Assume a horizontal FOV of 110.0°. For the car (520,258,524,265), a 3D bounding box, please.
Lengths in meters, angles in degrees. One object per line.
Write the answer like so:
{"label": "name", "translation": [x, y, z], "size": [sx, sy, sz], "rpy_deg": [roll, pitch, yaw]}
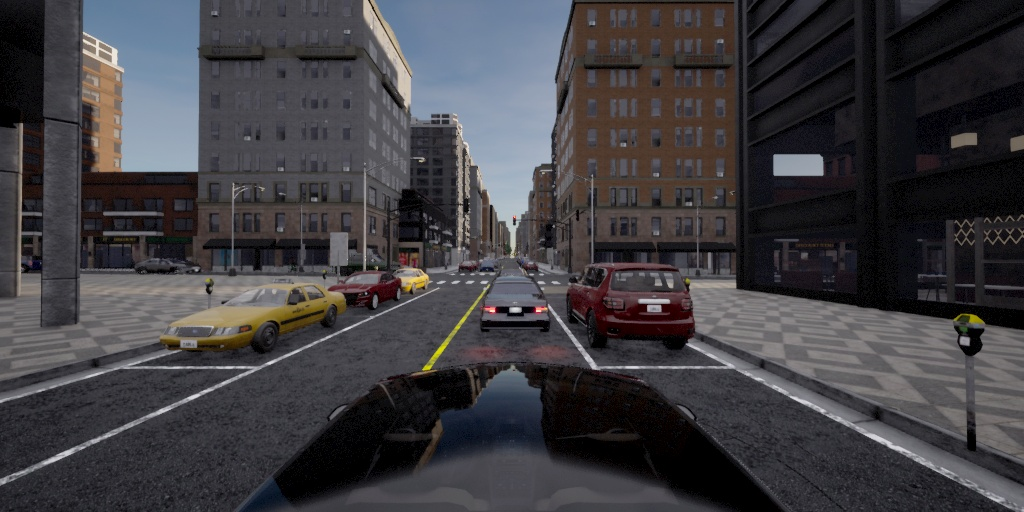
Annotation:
{"label": "car", "translation": [2.529, 1.344, 53.043], "size": [1.802, 1.307, 4.207], "rpy_deg": [0, 0, 0]}

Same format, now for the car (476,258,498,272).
{"label": "car", "translation": [-3.246, 1.308, 46.796], "size": [2.033, 1.411, 5.357], "rpy_deg": [0, 0, -4]}

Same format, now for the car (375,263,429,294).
{"label": "car", "translation": [-5.907, 1.279, 20.166], "size": [1.751, 1.417, 4.829], "rpy_deg": [0, 0, 0]}

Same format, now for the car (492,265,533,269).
{"label": "car", "translation": [0.019, 1.355, 20.560], "size": [1.895, 1.301, 4.718], "rpy_deg": [0, 0, 0]}

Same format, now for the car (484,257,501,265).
{"label": "car", "translation": [-3.232, 1.328, 57.120], "size": [1.994, 1.385, 4.181], "rpy_deg": [0, 0, 0]}

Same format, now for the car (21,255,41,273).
{"label": "car", "translation": [-47.615, 0.704, 34.735], "size": [4.553, 1.767, 2.097], "rpy_deg": [1, -1, 1]}

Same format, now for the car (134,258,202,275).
{"label": "car", "translation": [-30.178, 0.971, 31.535], "size": [4.902, 1.511, 2.128], "rpy_deg": [1, -1, 0]}

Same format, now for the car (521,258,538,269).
{"label": "car", "translation": [2.545, 1.342, 47.370], "size": [1.802, 1.307, 4.207], "rpy_deg": [0, 0, 0]}

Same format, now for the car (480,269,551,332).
{"label": "car", "translation": [0.067, 1.299, 10.833], "size": [2.033, 1.411, 5.357], "rpy_deg": [0, 0, 0]}

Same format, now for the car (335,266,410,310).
{"label": "car", "translation": [-5.892, 1.298, 14.712], "size": [1.888, 1.381, 4.507], "rpy_deg": [0, 0, 0]}

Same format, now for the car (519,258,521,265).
{"label": "car", "translation": [2.514, 1.346, 58.717], "size": [1.802, 1.307, 4.207], "rpy_deg": [0, 0, 0]}

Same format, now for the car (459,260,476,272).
{"label": "car", "translation": [-5.981, 1.305, 47.356], "size": [1.888, 1.381, 4.507], "rpy_deg": [0, 0, 0]}

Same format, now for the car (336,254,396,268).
{"label": "car", "translation": [-12.395, 0.859, 31.174], "size": [5.566, 2.045, 2.150], "rpy_deg": [1, -1, 5]}

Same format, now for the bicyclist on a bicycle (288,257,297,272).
{"label": "bicyclist on a bicycle", "translation": [-23.110, 0.908, 37.750], "size": [0.582, 1.620, 1.656], "rpy_deg": [0, 0, 0]}

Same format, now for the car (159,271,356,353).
{"label": "car", "translation": [-5.876, 1.277, 8.917], "size": [1.751, 1.417, 4.829], "rpy_deg": [0, 0, 0]}

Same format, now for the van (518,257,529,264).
{"label": "van", "translation": [2.499, 1.107, 64.390], "size": [1.690, 1.789, 3.998], "rpy_deg": [0, 0, 0]}

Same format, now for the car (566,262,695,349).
{"label": "car", "translation": [2.649, 1.066, 9.102], "size": [2.192, 1.841, 5.009], "rpy_deg": [0, 0, 0]}
